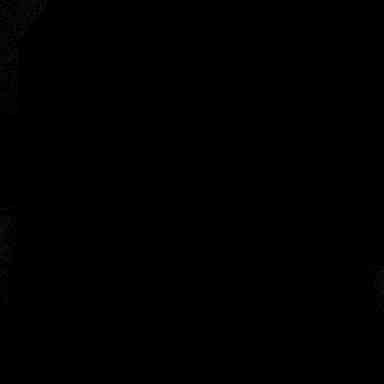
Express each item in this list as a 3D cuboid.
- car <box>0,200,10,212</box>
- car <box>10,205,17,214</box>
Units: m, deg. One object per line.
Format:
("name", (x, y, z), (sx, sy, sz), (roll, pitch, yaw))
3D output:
("car", (-19.347, 1.181, 29.145), (2.192, 1.841, 5.009), (0, -1, 36))
("car", (-16.203, 1.524, 33.533), (1.802, 1.307, 4.206), (0, -1, 36))
